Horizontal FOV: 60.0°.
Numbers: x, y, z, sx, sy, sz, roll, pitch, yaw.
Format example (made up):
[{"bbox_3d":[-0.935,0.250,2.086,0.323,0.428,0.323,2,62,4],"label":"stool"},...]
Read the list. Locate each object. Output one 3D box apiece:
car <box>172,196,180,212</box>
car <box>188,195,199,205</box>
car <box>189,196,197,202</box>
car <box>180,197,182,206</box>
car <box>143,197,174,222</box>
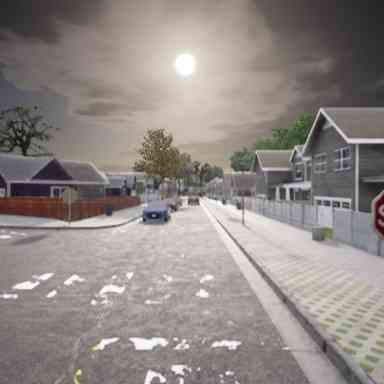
[{"bbox_3d":[-2.710,1.467,39.007,1.882,1.535,5.008,0,0,0],"label":"car"},{"bbox_3d":[0.305,1.378,61.835,2.097,1.767,4.553,0,0,0],"label":"car"},{"bbox_3d":[0.266,1.614,80.814,1.812,1.442,4.674,0,0,0],"label":"car"},{"bbox_3d":[-2.644,1.362,53.737,2.097,1.767,4.553,0,0,0],"label":"car"},{"bbox_3d":[-2.758,1.459,26.727,1.882,1.535,5.008,0,0,0],"label":"car"}]
